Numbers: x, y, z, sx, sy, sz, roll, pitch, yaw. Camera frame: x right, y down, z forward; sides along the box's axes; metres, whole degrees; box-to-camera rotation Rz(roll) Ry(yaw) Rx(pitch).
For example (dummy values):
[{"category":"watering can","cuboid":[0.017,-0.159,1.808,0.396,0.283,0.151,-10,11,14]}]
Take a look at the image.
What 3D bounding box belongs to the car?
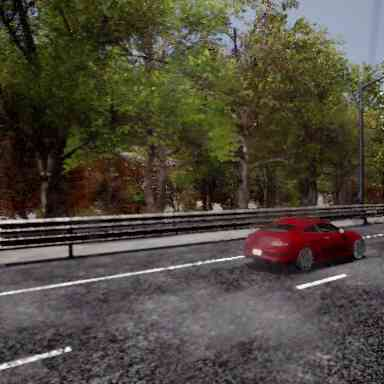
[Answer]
[{"category":"car","cuboid":[3.703,1.535,10.743,4.674,1.442,1.812,0,0,-36]}]
